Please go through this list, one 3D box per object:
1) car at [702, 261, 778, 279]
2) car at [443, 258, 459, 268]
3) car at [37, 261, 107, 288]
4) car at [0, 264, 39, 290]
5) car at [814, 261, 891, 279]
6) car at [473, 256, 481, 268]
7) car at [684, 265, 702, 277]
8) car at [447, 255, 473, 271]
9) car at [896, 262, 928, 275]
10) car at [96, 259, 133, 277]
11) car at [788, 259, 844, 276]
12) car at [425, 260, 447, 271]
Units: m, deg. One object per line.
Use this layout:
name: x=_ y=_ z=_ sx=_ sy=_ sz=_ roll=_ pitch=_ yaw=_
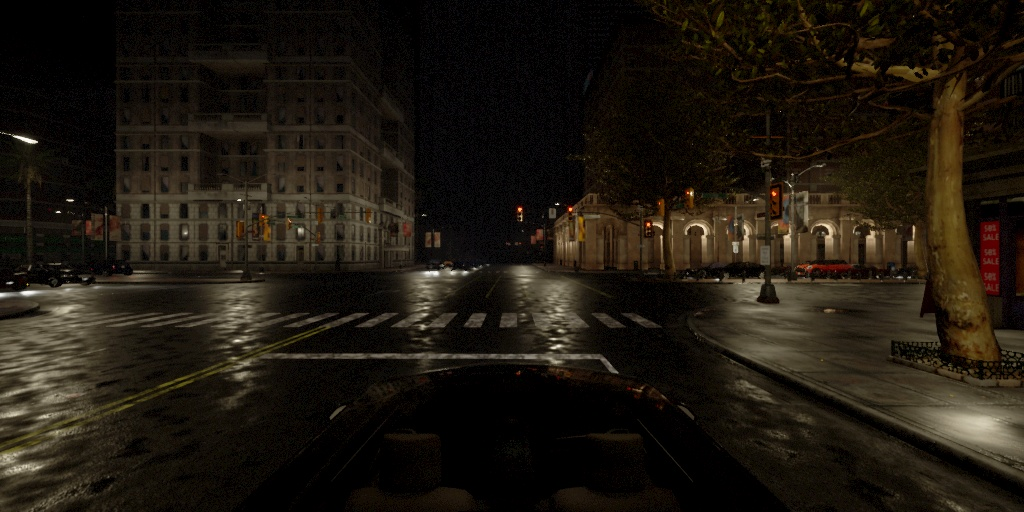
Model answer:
car: x=19.704 y=1.228 z=31.165 sx=5.008 sy=1.535 sz=1.882 roll=0 pitch=0 yaw=0
car: x=-10.404 y=1.228 z=61.734 sx=1.882 sy=1.535 sz=5.008 roll=0 pitch=1 yaw=0
car: x=-30.235 y=1.242 z=23.398 sx=4.902 sy=1.511 sz=2.128 roll=0 pitch=0 yaw=1
car: x=-29.795 y=1.314 z=19.887 sx=4.181 sy=1.385 sz=1.994 roll=0 pitch=0 yaw=1
car: x=29.581 y=1.351 z=31.082 sx=4.718 sy=1.301 sz=1.895 roll=0 pitch=0 yaw=1
car: x=-6.913 y=1.228 z=61.142 sx=1.882 sy=1.535 sz=5.008 roll=0 pitch=0 yaw=0
car: x=19.649 y=1.297 z=34.666 sx=5.357 sy=1.411 sz=2.033 roll=0 pitch=0 yaw=1
car: x=-6.971 y=1.102 z=48.340 sx=2.097 sy=1.767 sz=4.553 roll=0 pitch=0 yaw=0
car: x=40.498 y=1.297 z=34.480 sx=5.357 sy=1.411 sz=2.033 roll=0 pitch=0 yaw=1
car: x=-40.254 y=1.102 z=35.167 sx=4.553 sy=1.767 sz=2.097 roll=0 pitch=0 yaw=0
car: x=29.938 y=1.102 z=34.577 sx=4.553 sy=1.767 sz=2.097 roll=0 pitch=0 yaw=0
car: x=-10.484 y=1.241 z=49.074 sx=2.128 sy=1.511 sz=4.902 roll=0 pitch=0 yaw=1
